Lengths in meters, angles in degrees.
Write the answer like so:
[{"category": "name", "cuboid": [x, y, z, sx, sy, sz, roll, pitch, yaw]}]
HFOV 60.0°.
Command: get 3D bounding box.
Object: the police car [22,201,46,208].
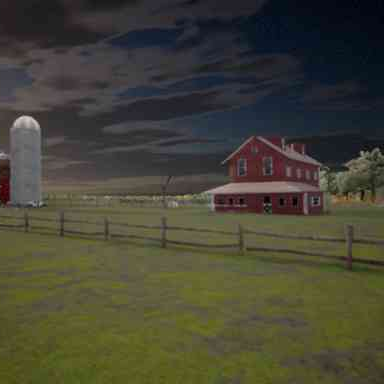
[{"category": "police car", "cuboid": [-34.443, 2.725, 72.204, 2.038, 1.542, 4.974, -1, -2, 35]}]
